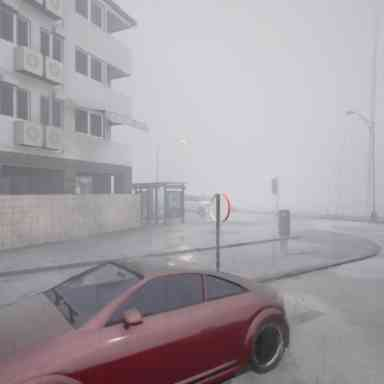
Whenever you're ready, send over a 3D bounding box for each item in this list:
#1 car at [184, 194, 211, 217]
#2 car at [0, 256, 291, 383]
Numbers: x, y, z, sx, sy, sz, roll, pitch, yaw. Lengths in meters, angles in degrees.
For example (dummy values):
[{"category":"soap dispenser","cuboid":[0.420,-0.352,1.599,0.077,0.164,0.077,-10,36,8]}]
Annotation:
[{"category":"car","cuboid":[0.652,1.221,31.642,2.150,2.045,5.566,0,0,-35]},{"category":"car","cuboid":[-0.730,1.564,4.062,4.181,1.385,1.994,0,0,-35]}]
